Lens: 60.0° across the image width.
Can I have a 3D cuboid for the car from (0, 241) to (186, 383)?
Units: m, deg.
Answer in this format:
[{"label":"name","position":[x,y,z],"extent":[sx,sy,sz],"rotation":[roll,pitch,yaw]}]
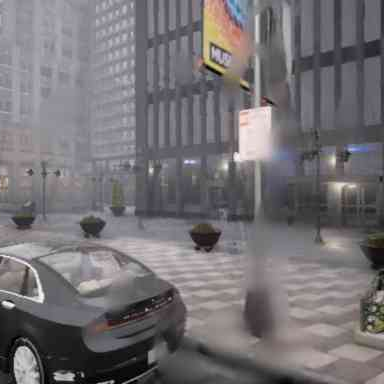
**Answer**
[{"label":"car","position":[-2.348,1.494,5.037],"extent":[4.892,1.521,2.231],"rotation":[0,0,36]}]
